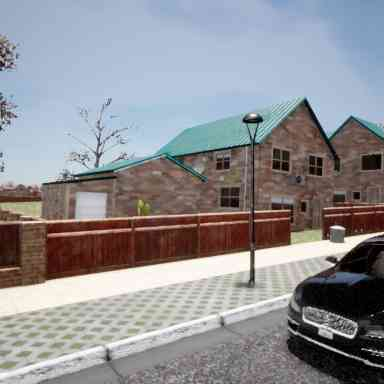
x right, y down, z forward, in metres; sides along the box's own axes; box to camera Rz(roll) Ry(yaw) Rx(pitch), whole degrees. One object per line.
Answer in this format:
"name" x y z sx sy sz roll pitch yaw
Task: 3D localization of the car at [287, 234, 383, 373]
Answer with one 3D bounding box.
"car" 3.635 1.511 5.553 4.892 1.490 1.837 0 0 -36
